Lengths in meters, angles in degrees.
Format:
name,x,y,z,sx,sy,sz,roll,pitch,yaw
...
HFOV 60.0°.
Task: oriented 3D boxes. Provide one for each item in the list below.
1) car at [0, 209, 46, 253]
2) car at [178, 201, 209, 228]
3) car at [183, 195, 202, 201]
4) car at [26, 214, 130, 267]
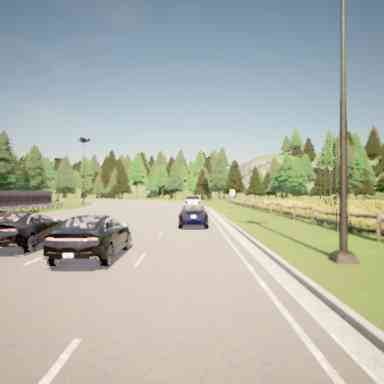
name,x,y,z,sx,sy,sz,roll,pitch,yaw
car,-6.900,1.542,13.870,2.128,1.511,4.902,0,0,0
car,0.099,1.587,23.102,2.163,1.488,4.792,0,0,0
car,0.083,1.373,41.929,2.150,2.045,5.566,0,0,-1
car,-3.399,1.534,11.558,2.128,1.511,4.902,0,0,0
